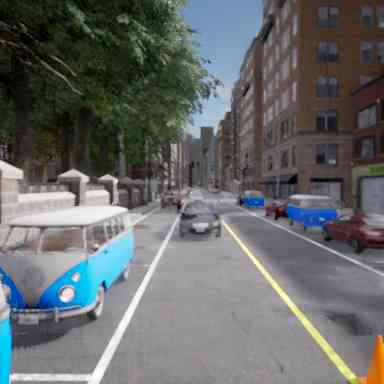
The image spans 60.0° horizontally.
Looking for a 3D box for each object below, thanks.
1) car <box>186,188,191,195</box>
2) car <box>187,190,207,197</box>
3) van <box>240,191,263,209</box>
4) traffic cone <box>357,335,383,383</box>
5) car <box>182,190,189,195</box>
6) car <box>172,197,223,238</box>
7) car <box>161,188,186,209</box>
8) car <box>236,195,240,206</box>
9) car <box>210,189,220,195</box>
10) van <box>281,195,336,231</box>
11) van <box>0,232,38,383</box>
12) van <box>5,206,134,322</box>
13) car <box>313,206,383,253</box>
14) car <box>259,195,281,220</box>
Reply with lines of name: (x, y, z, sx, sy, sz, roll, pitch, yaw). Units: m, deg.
car: (-1.811, 0.227, 78.549, 1.752, 1.417, 4.829, 0, 1, 0)
car: (0.638, 0.809, 44.450, 1.812, 1.442, 4.674, 0, 1, 0)
van: (6.434, 0.795, 35.020, 1.690, 1.788, 3.998, 0, 1, 0)
traffic cone: (2.100, 1.900, 3.731, 0.340, 0.580, 0.340, 0, 1, 0)
car: (-1.739, 0.063, 89.619, 1.887, 1.381, 4.507, 0, 1, 0)
car: (0.355, 1.240, 15.974, 2.128, 1.511, 4.902, 0, 1, 0)
car: (-2.091, 0.749, 35.034, 2.192, 1.841, 5.009, 0, 1, 0)
car: (6.470, 0.926, 40.683, 1.947, 1.339, 4.313, 0, 1, 0)
car: (6.820, -0.110, 95.049, 1.967, 1.590, 4.097, 0, 1, 0)
van: (6.324, 1.070, 18.041, 1.690, 1.788, 3.998, 0, 1, 0)
van: (-2.311, 1.317, 1.091, 1.690, 1.788, 3.998, 0, 1, 0)
van: (-2.274, 1.229, 6.749, 1.690, 1.788, 3.998, 0, 1, 0)
car: (6.287, 1.401, 12.385, 1.802, 1.307, 4.206, 0, 1, 0)
car: (6.360, 1.183, 23.704, 1.887, 1.381, 4.507, 0, 1, 0)
